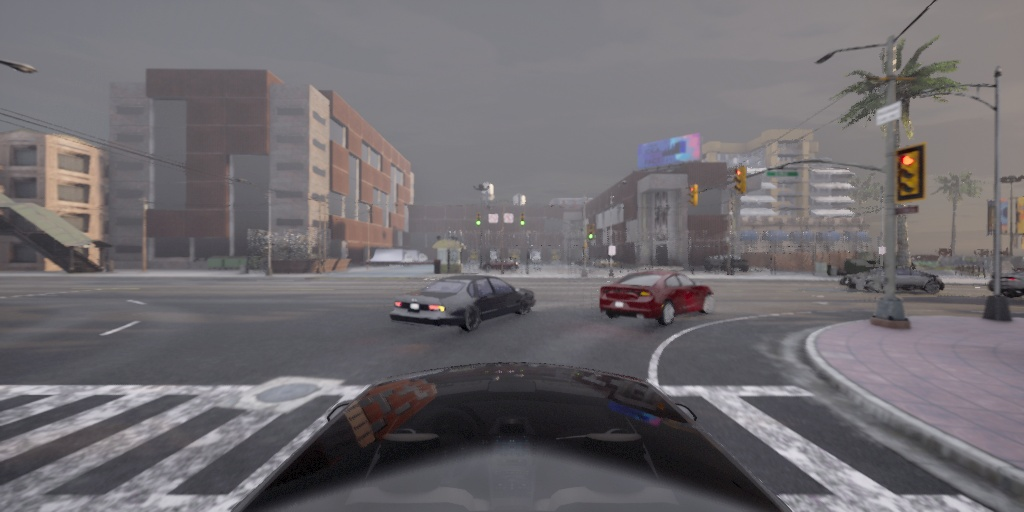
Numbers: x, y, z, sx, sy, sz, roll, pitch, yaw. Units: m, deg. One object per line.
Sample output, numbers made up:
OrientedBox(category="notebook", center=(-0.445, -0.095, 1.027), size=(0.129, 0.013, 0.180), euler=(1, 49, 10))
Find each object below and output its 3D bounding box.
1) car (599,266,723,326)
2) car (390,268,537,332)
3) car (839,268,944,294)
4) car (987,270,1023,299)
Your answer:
OrientedBox(category="car", center=(4.925, 1.231, 11.875), size=(5.008, 1.535, 1.882), euler=(0, -1, -41))
OrientedBox(category="car", center=(-1.141, 1.281, 10.962), size=(2.033, 1.411, 5.357), euler=(0, 0, 29))
OrientedBox(category="car", center=(21.895, 1.364, 20.848), size=(4.181, 1.385, 1.994), euler=(0, 0, 16))
OrientedBox(category="car", center=(25.113, 1.310, 16.023), size=(4.902, 1.511, 2.128), euler=(0, 0, 21))
